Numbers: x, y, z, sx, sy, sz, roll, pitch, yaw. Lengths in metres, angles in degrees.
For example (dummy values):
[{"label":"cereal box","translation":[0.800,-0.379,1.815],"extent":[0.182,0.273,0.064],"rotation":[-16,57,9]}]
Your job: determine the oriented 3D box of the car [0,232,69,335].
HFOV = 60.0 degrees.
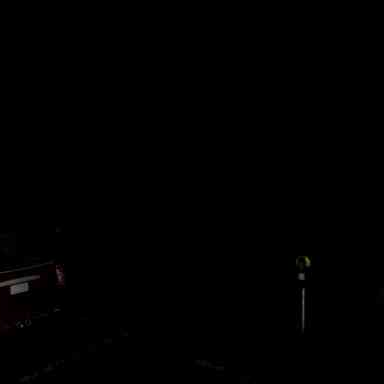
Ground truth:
[{"label":"car","translation":[-4.109,1.440,6.012],"extent":[4.097,1.590,1.967],"rotation":[0,0,36]}]
